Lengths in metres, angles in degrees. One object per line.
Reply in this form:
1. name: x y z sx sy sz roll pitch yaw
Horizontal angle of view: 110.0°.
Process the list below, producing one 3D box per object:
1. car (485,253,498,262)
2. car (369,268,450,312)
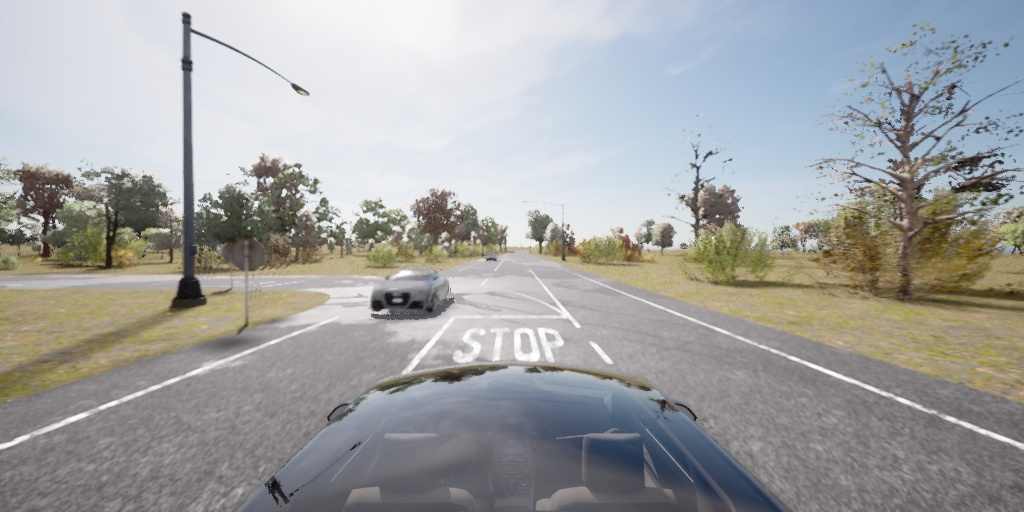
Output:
1. car: -3.424 0.240 59.706 1.837 1.490 4.892 0 1 0
2. car: -3.499 1.123 12.926 1.994 1.385 4.181 0 1 0
